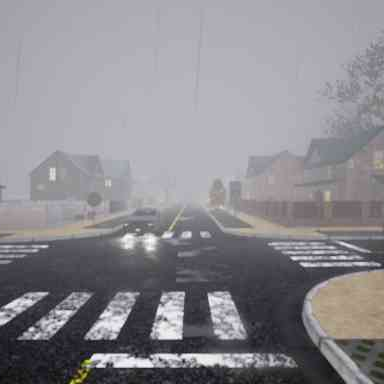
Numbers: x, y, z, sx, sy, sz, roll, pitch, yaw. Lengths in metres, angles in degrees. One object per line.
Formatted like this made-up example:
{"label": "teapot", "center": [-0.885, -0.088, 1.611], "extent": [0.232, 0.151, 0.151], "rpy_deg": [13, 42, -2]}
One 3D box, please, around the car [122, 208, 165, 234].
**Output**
{"label": "car", "center": [-2.812, 1.671, 20.488], "extent": [2.033, 1.411, 5.357], "rpy_deg": [0, 0, 2]}
